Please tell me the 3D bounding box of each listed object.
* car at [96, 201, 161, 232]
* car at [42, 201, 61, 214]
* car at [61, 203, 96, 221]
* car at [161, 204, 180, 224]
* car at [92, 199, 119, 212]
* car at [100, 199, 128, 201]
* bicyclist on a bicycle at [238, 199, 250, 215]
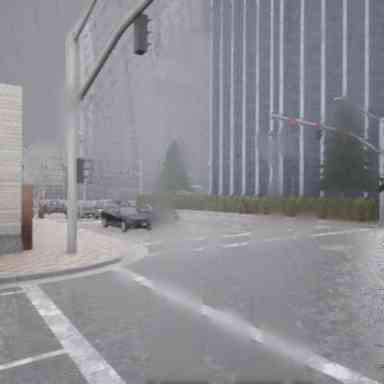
[{"bbox_3d":[-4.199,1.609,21.302,1.882,1.535,5.008,0,0,-36],"label":"car"},{"bbox_3d":[-15.151,1.707,36.708,1.994,1.385,4.181,0,0,-35],"label":"car"},{"bbox_3d":[-9.420,1.701,28.613,1.994,1.385,4.181,1,0,-36],"label":"car"},{"bbox_3d":[-2.815,1.649,25.387,2.128,1.511,4.902,0,0,-36],"label":"car"},{"bbox_3d":[-11.400,1.722,43.724,1.812,1.442,4.674,1,0,-36],"label":"car"},{"bbox_3d":[-8.458,1.711,33.303,2.033,1.411,5.357,0,0,-35],"label":"car"},{"bbox_3d":[5.417,1.545,34.475,1.656,1.620,0.582,0,0,-36],"label":"bicyclist on a bicycle"}]
